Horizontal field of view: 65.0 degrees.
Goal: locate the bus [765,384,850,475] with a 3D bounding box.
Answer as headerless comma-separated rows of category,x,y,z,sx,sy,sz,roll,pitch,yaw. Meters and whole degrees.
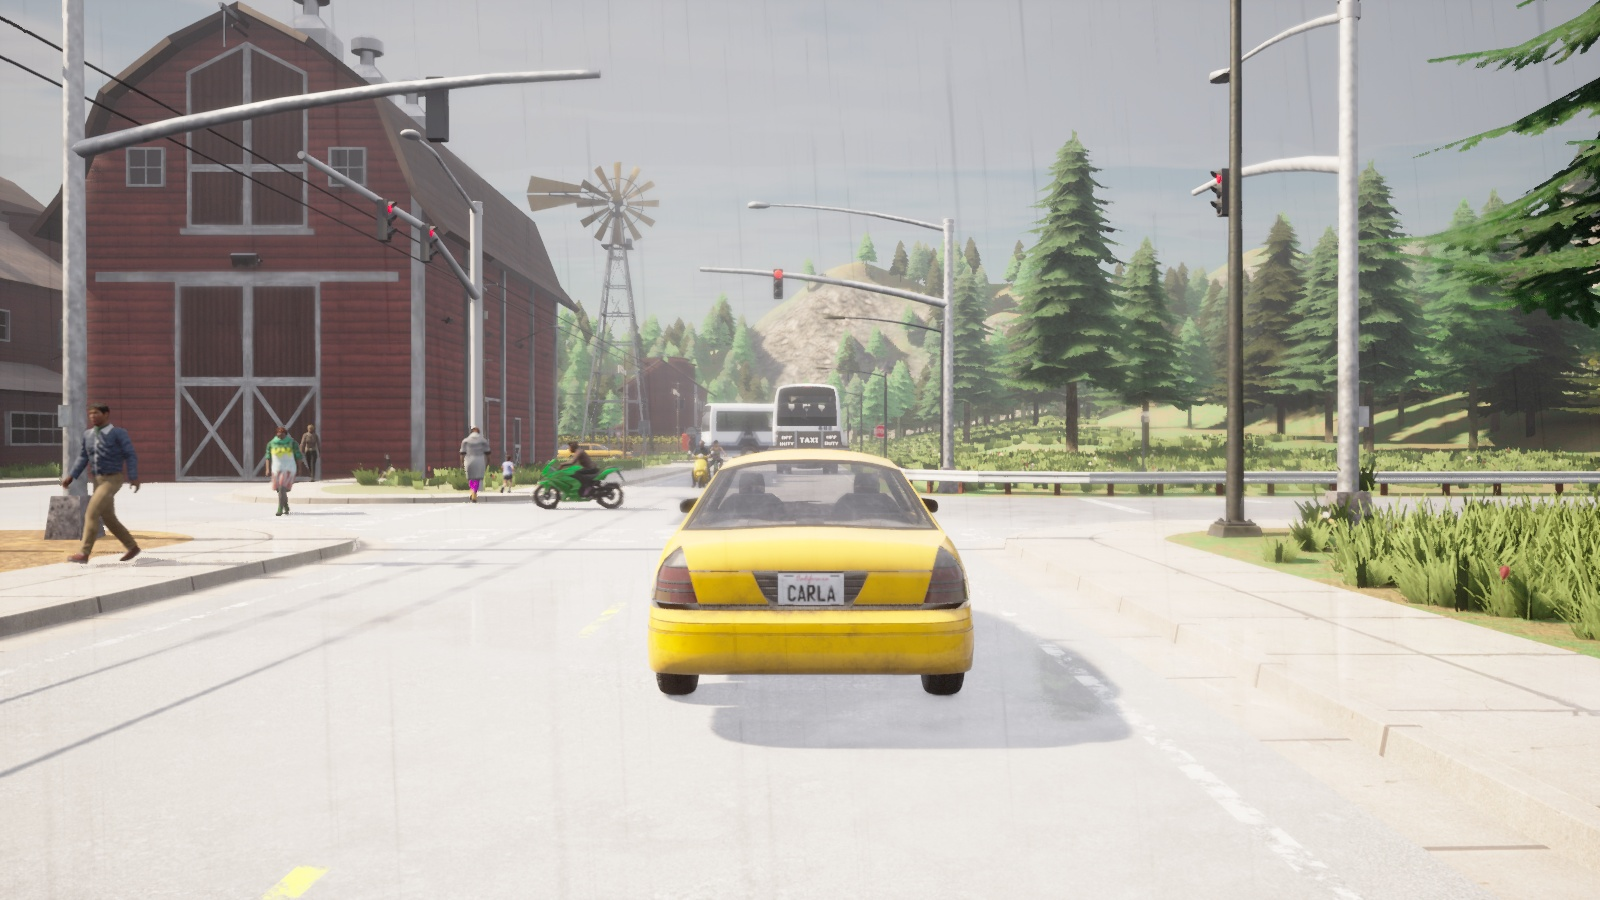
bus,0.361,-0.989,63.582,3.944,4.253,10.273,0,0,0

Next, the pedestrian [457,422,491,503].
pedestrian,-7.940,0.303,30.645,0.659,1.952,0.873,0,0,-4

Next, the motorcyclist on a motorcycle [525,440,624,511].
motorcyclist on a motorcycle,-4.924,0.549,27.509,2.044,1.523,0.797,0,0,-1

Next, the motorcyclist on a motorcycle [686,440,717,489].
motorcyclist on a motorcycle,-3.259,0.462,41.690,0.866,1.590,1.817,0,0,0

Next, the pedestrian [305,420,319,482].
pedestrian,-14.628,0.034,37.673,0.331,1.846,0.634,0,0,-16

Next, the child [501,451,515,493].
child,-7.774,0.571,33.445,0.255,1.110,0.394,0,0,6

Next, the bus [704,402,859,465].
bus,-1.357,-1.130,88.928,10.273,4.253,3.944,0,0,-16

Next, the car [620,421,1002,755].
car,0.063,0.637,8.603,1.801,1.575,5.366,0,0,0

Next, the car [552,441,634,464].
car,-14.284,0.183,86.787,5.366,1.575,1.801,0,0,-1

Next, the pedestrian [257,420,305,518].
pedestrian,-10.534,0.369,25.518,0.659,1.952,0.873,0,0,-3

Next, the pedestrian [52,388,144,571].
pedestrian,-7.683,0.310,13.768,0.423,1.949,0.788,0,0,20
